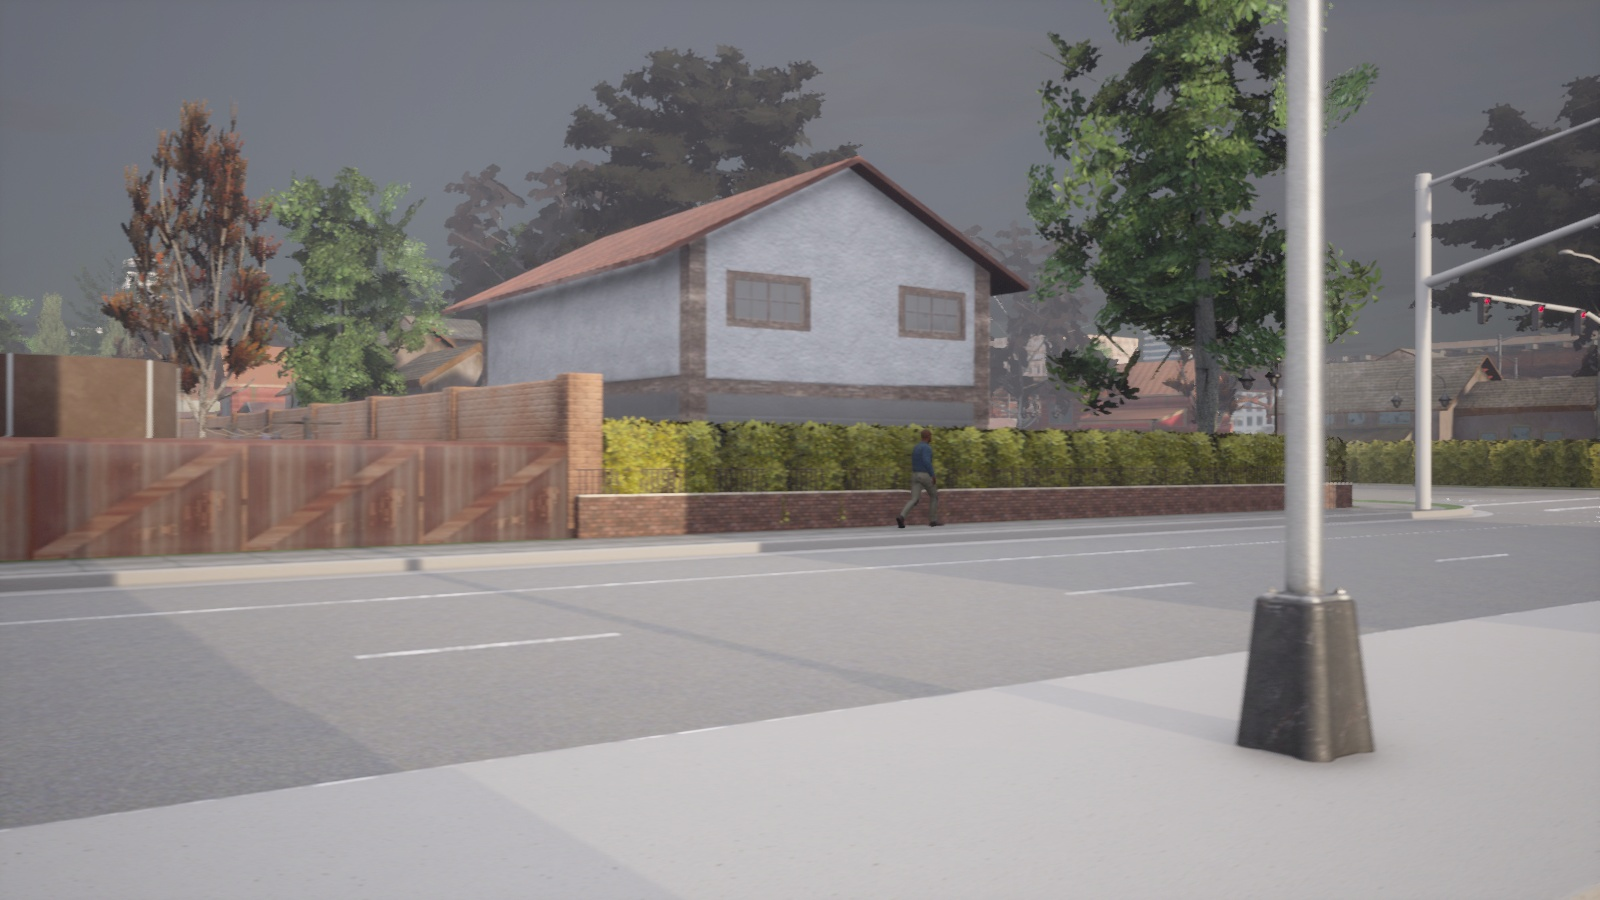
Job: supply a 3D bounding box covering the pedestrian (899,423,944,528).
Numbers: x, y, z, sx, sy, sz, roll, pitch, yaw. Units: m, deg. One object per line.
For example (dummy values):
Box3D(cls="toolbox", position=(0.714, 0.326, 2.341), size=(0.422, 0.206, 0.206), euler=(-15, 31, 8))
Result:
Box3D(cls="pedestrian", position=(2.170, 0.450, 22.359), size=(0.726, 1.835, 0.370), euler=(0, 0, -34))
